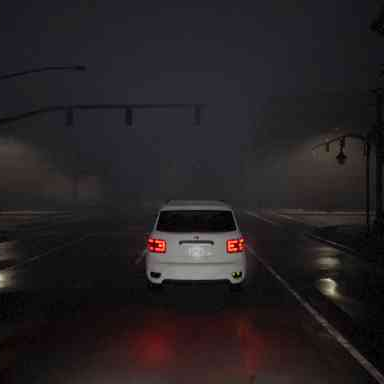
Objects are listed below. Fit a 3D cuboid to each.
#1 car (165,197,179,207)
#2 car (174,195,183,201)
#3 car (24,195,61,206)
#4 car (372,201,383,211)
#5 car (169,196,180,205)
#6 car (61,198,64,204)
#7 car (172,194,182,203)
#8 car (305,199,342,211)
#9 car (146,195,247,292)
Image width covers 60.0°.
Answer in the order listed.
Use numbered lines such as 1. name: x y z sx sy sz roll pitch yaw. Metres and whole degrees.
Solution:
1. car: -3.120 1.547 52.584 2.033 1.411 5.357 0 0 0
2. car: -3.287 1.539 82.512 2.033 1.411 5.357 0 0 0
3. car: -23.303 1.295 51.024 4.611 1.667 2.242 0 0 1
4. car: 24.726 1.524 41.021 4.674 1.442 1.812 0 0 1
5. car: -3.183 1.478 62.161 1.882 1.535 5.008 0 0 0
6. car: -24.018 1.456 56.775 3.806 1.475 1.970 0 0 1
7. car: -3.202 1.355 72.164 2.097 1.767 4.553 0 0 0
8. car: 16.225 1.564 41.091 4.181 1.385 1.994 0 0 0
9. car: 0.089 1.221 9.091 2.150 2.045 5.566 0 0 0
